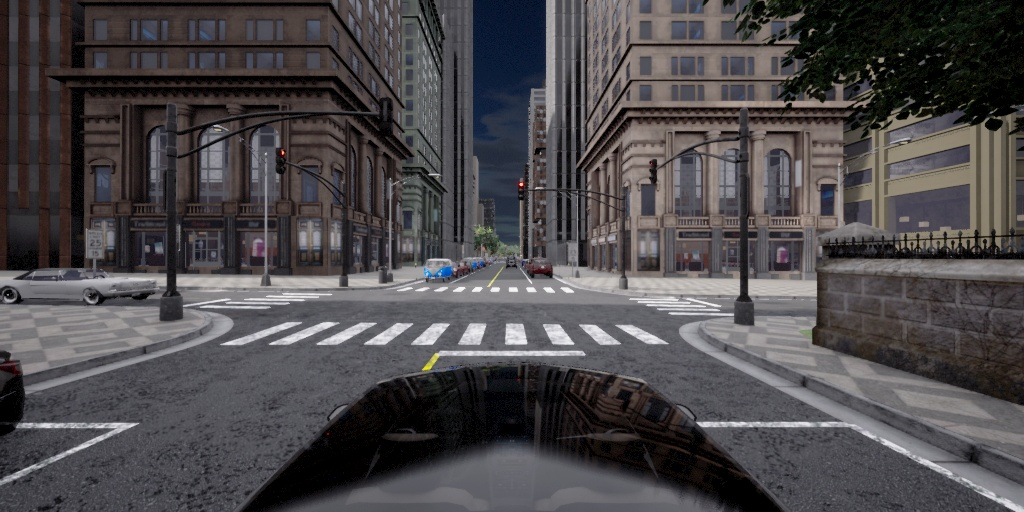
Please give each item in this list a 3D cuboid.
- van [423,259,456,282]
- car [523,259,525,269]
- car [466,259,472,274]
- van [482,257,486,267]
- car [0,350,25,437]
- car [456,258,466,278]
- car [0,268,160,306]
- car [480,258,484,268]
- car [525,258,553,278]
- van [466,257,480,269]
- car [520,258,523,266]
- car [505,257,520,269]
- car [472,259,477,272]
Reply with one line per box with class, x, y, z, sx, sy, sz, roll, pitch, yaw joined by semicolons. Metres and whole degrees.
van;-5.814;1.105;28.443;1.690;1.789;3.998;0;0;0
car;2.691;1.092;39.350;2.192;1.841;5.009;0;0;0
car;-5.834;1.322;39.324;1.888;1.381;4.507;0;0;0
van;-5.876;1.151;61.090;1.690;1.789;3.998;0;0;0
car;-5.762;1.316;1.786;1.948;1.339;4.313;0;0;0
car;-5.824;1.210;33.884;1.967;1.591;4.097;0;0;0
car;-16.564;1.120;13.688;4.718;1.301;1.895;1;0;0
car;-5.866;1.347;55.649;1.888;1.381;4.507;0;0;0
car;2.701;1.085;33.909;2.192;1.841;5.009;0;0;0
van;-5.855;1.134;50.207;1.690;1.789;3.998;0;0;0
car;2.660;1.352;55.672;2.007;1.370;4.403;0;0;0
car;-0.058;1.312;59.099;1.837;1.490;4.892;0;0;1
car;-5.845;1.351;44.766;1.948;1.339;4.313;0;0;0
